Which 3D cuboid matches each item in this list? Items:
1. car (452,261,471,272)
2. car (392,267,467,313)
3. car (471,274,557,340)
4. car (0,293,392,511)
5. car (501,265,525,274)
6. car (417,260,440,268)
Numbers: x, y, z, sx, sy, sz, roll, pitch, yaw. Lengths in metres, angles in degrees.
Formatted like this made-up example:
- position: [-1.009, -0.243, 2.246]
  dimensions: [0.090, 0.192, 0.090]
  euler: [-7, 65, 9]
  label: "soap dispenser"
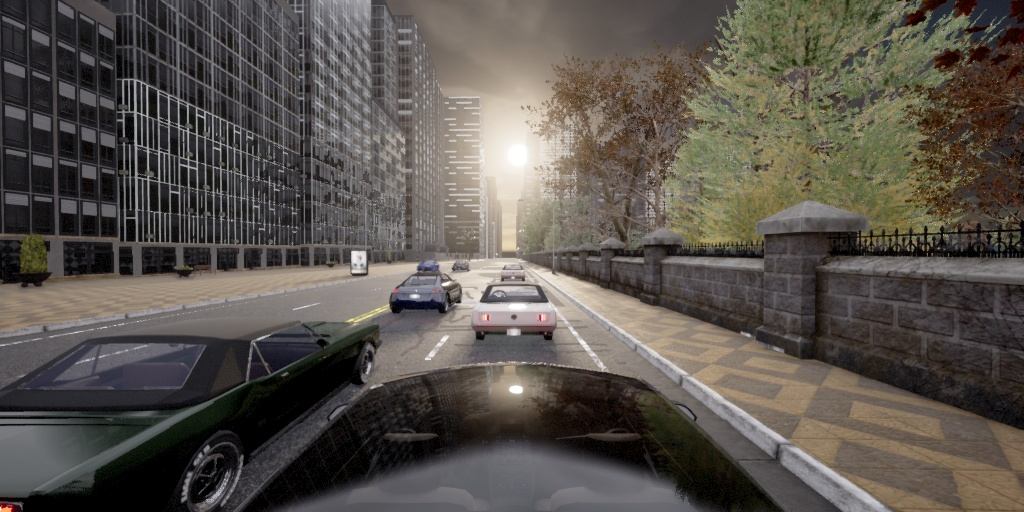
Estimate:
- position: [-6.506, 1.318, 46.149]
  dimensions: [1.994, 1.385, 4.181]
  euler: [0, 0, 0]
  label: "car"
- position: [-3.164, 1.311, 13.918]
  dimensions: [1.994, 1.385, 4.181]
  euler: [0, 0, 2]
  label: "car"
- position: [0.061, 1.349, 9.921]
  dimensions: [1.895, 1.301, 4.718]
  euler: [0, 0, 0]
  label: "car"
- position: [-3.149, 1.350, 4.068]
  dimensions: [1.895, 1.301, 4.718]
  euler: [0, 0, 0]
  label: "car"
- position: [0.089, 1.350, 29.295]
  dimensions: [1.895, 1.301, 4.718]
  euler: [0, 0, 0]
  label: "car"
- position: [-9.793, 1.230, 42.229]
  dimensions: [1.882, 1.535, 5.008]
  euler: [0, 0, 1]
  label: "car"
